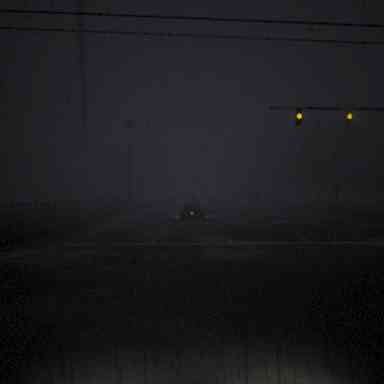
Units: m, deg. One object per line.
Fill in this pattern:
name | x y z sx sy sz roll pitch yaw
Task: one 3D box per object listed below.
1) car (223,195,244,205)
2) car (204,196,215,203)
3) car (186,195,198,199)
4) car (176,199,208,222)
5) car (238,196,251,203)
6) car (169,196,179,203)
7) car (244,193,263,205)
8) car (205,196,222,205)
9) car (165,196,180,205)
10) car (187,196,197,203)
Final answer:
car | 6.997 1.309 56.526 2.097 1.767 4.553 0 0 0
car | 3.496 1.548 66.775 1.895 1.301 4.718 0 0 0
car | -0.003 1.309 56.601 2.097 1.767 4.553 0 0 0
car | -0.002 1.543 26.512 1.994 1.385 4.181 0 0 0
car | 10.496 1.540 66.774 1.895 1.301 4.718 0 0 0
car | -3.504 1.469 66.745 1.812 1.442 4.674 0 0 0
car | 10.497 1.178 56.234 2.150 2.045 5.566 0 0 0
car | 3.497 1.461 56.553 1.837 1.490 4.892 0 0 0
car | -3.503 1.461 56.621 1.837 1.490 4.892 0 0 0
car | -0.004 1.548 66.775 1.895 1.301 4.718 0 0 0
